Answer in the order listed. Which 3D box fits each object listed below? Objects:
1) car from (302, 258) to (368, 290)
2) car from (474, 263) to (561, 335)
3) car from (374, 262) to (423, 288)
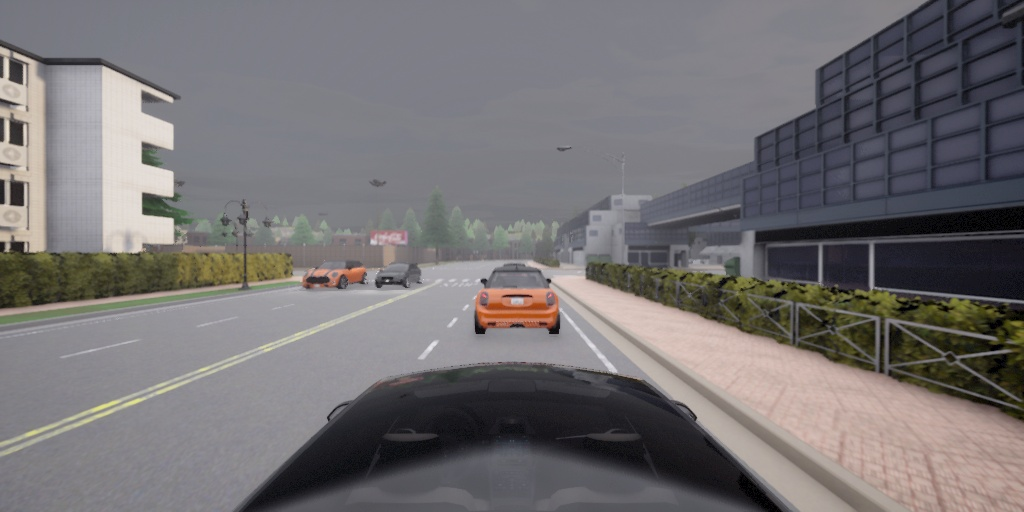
[{"bbox_3d":[-10.516,1.009,21.627,2.097,1.767,4.553,0,0,1],"label":"car"},{"bbox_3d":[0.120,1.062,10.480,2.097,1.767,4.553,0,0,0],"label":"car"},{"bbox_3d":[-7.005,1.160,22.584,1.837,1.490,4.892,0,0,0],"label":"car"}]
